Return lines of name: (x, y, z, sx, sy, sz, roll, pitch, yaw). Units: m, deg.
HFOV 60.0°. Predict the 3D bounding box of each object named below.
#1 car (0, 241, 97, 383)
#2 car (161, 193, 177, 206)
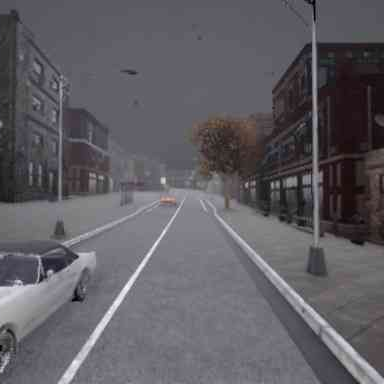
car: (-3.105, 1.579, 5.408, 1.895, 1.301, 4.718, 0, 0, 0)
car: (-3.275, 0.987, 47.361, 2.097, 1.767, 4.553, 0, 1, 0)
